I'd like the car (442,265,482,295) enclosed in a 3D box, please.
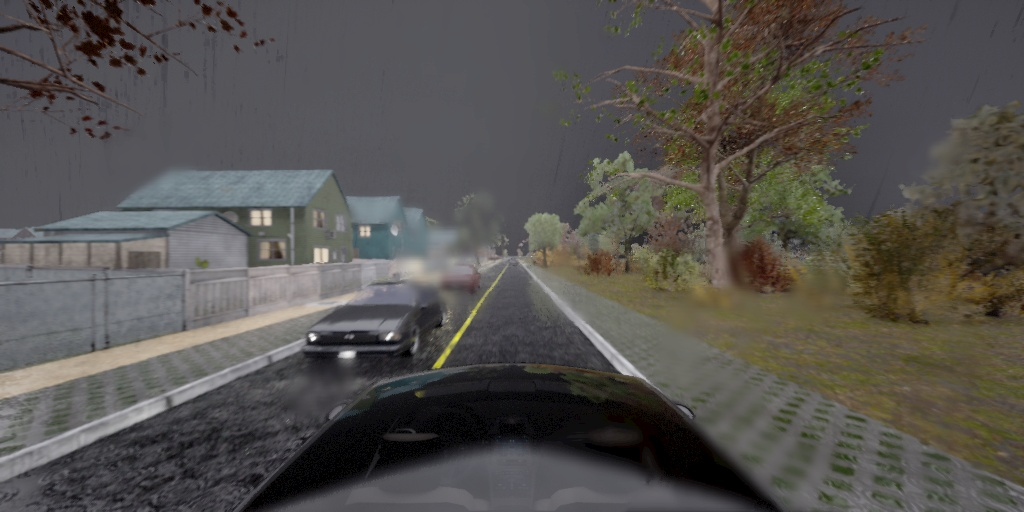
[{"bbox_3d":[-2.768,1.261,20.237,1.882,1.535,5.008,0,0,0],"label":"car"}]

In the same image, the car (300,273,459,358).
[{"bbox_3d":[-2.834,1.325,8.868,2.033,1.411,5.357,0,0,0],"label":"car"}]
